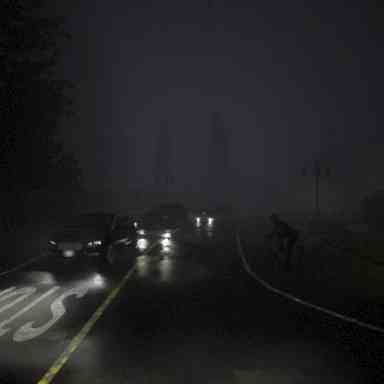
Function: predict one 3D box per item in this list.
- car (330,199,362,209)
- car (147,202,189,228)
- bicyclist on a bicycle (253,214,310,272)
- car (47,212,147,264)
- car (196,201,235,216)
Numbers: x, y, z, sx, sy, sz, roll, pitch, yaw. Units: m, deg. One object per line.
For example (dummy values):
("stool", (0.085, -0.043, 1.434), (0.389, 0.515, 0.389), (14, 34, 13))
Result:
("car", (20.892, 1.597, 44.875), (4.718, 1.301, 1.895), (0, 0, -28))
("car", (-1.658, 1.481, 22.581), (1.882, 1.535, 5.008), (0, 0, 17))
("bicyclist on a bicycle", (2.541, 1.451, 9.526), (1.656, 1.620, 0.582), (-2, 0, 0))
("car", (-3.299, 1.494, 11.911), (2.128, 1.511, 4.902), (0, 0, 5))
("car", (2.407, 1.549, 32.438), (2.033, 1.411, 5.357), (0, 0, 31))
